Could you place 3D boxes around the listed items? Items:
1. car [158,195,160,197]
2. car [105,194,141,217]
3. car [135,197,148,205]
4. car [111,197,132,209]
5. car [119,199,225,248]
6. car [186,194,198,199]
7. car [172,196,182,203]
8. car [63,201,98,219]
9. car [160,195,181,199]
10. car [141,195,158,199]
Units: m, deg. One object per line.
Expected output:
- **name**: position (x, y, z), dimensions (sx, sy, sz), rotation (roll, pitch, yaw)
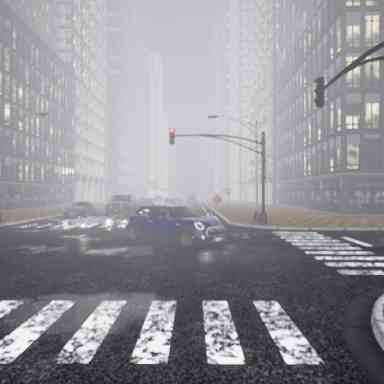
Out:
- **car**: position (-6.518, 1.209, 64.360), dimensions (1.882, 1.535, 5.008), rotation (0, 0, 0)
- **car**: position (-6.613, 1.229, 31.632), dimensions (2.150, 2.045, 5.566), rotation (0, 0, 0)
- **car**: position (-9.768, 1.657, 64.354), dimensions (1.994, 1.385, 4.181), rotation (0, 0, 0)
- **car**: position (-9.857, 1.509, 46.613), dimensions (1.882, 1.535, 5.008), rotation (0, 0, 0)
- **car**: position (-0.781, 1.349, 14.890), dimensions (4.553, 1.767, 2.097), rotation (0, 0, 35)
- **car**: position (-0.017, 1.570, 60.194), dimensions (1.837, 1.490, 4.892), rotation (0, 0, 0)
- **car**: position (-3.202, 1.660, 70.366), dimensions (1.994, 1.385, 4.181), rotation (0, 0, 0)
- **car**: position (-9.860, 1.532, 29.711), dimensions (1.812, 1.442, 4.674), rotation (0, 0, 0)
- **car**: position (-3.164, 1.528, 49.266), dimensions (2.128, 1.511, 4.902), rotation (0, 0, 0)
- **car**: position (-6.605, 1.527, 48.711), dimensions (2.128, 1.511, 4.902), rotation (0, 0, 0)
